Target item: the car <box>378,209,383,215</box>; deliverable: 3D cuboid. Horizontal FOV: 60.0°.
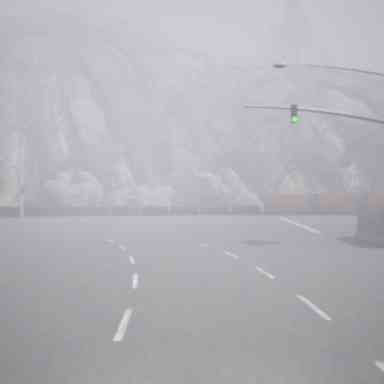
[{"bbox_3d":[20.348,1.683,30.792,5.357,1.411,2.033,-1,-1,5],"label":"car"}]
